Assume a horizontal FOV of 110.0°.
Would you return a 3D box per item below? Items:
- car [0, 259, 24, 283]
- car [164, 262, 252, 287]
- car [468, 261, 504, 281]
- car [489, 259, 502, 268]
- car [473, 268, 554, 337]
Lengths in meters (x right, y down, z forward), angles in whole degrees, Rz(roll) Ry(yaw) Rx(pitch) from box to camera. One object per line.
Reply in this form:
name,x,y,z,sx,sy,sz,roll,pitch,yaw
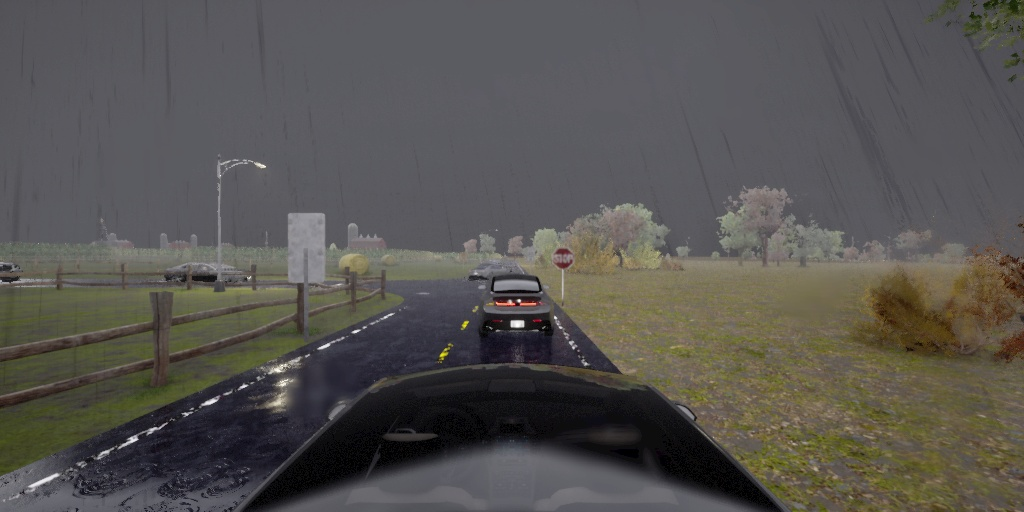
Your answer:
car,-35.004,0.761,22.854,5.566,2.045,2.150,0,1,-1
car,-19.307,1.136,23.013,4.902,1.511,2.128,0,1,-1
car,-1.676,1.315,29.036,1.994,1.385,4.181,0,0,34
car,-2.805,1.343,63.630,2.033,1.411,5.357,0,0,0
car,0.068,1.254,10.341,1.837,1.490,4.892,0,0,-1
